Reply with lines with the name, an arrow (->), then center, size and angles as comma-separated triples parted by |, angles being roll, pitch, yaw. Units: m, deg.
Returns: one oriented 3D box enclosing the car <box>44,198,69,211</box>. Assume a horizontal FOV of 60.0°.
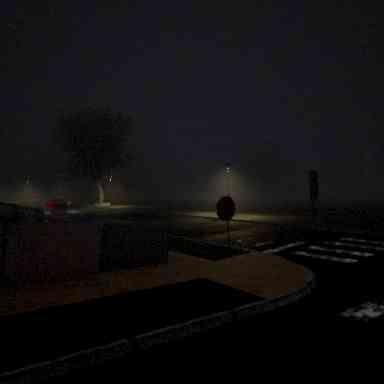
car -> -16.449, 1.505, 40.258 | 1.882, 1.535, 5.008 | -5, 3, -38
